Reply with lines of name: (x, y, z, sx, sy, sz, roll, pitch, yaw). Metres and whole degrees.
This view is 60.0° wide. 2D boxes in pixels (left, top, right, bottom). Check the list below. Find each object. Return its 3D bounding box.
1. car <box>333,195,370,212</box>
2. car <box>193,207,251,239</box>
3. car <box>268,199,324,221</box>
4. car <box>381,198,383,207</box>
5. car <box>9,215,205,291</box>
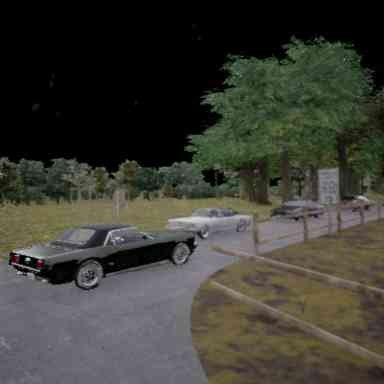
car: (14.736, 1.039, 30.577, 4.674, 1.442, 1.812, -1, -1, -41)
car: (0.927, 1.449, 16.494, 1.895, 1.301, 4.718, -2, 0, 42)
car: (7.548, 1.238, 23.707, 2.033, 1.411, 5.357, -2, -1, 44)
car: (22.666, 0.846, 36.856, 4.674, 1.442, 1.812, -1, -1, -35)
car: (-1.983, 1.487, 8.794, 1.895, 1.301, 4.718, -2, -1, 41)
